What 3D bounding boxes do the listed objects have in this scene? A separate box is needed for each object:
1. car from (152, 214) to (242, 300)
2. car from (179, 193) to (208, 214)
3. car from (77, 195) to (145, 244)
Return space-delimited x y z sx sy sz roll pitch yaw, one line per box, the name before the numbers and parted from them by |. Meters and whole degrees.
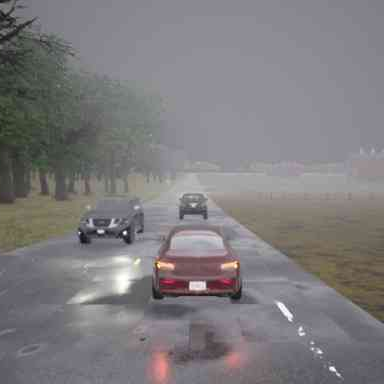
car | 0.102 1.517 8.258 1.812 1.442 4.674 0 0 0
car | 0.107 1.076 26.924 2.150 2.045 5.566 0 1 0
car | -3.596 1.189 15.885 2.150 2.045 5.566 0 0 0
